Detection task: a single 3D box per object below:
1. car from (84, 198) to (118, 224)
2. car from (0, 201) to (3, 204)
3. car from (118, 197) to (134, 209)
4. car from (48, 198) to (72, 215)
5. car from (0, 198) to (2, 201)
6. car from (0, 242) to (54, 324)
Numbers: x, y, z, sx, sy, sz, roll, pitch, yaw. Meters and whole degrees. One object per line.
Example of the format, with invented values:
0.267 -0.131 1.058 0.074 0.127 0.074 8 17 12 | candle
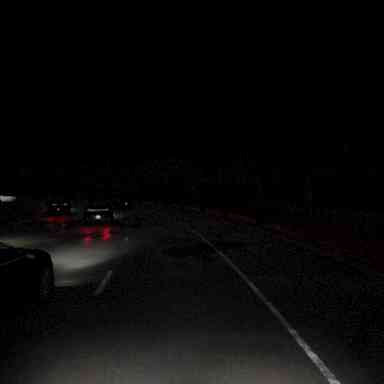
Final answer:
-6.497 1.352 23.403 2.128 1.511 4.902 0 0 -13 | car
-7.653 1.306 9.702 2.097 1.767 4.553 0 0 -6 | car
-8.337 1.318 40.173 1.994 1.385 4.181 0 0 -22 | car
-12.513 1.313 31.532 2.128 1.511 4.902 0 0 -19 | car
-22.375 1.162 36.990 2.097 1.767 4.553 0 1 -24 | car
-3.751 1.465 5.157 2.128 1.511 4.902 0 0 -3 | car
